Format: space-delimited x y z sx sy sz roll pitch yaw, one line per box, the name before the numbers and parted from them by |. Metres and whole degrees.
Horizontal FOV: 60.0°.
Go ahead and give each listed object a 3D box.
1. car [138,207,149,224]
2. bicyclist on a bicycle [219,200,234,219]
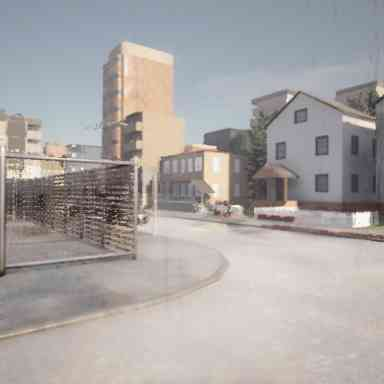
car | -4.984 1.591 25.240 2.128 1.511 4.902 1 0 -36
bicyclist on a bicycle | 2.967 1.527 28.556 1.656 1.620 0.582 0 0 -36
